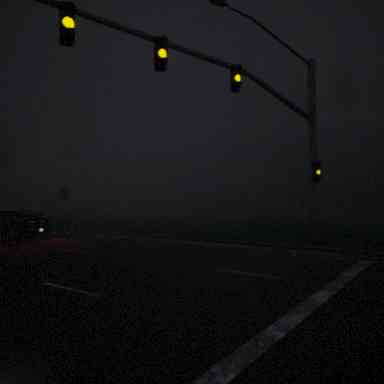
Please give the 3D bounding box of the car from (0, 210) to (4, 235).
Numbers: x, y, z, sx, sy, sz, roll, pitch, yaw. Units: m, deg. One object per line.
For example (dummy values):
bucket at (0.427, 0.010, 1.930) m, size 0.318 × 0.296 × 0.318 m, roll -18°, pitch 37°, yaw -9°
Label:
car at (-11.259, 1.398, 14.891) m, size 5.566 × 2.045 × 2.150 m, roll -1°, pitch 0°, yaw 28°

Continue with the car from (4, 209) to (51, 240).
car at (-9.779, 1.673, 18.019) m, size 4.892 × 1.490 × 1.837 m, roll 0°, pitch 0°, yaw 28°
